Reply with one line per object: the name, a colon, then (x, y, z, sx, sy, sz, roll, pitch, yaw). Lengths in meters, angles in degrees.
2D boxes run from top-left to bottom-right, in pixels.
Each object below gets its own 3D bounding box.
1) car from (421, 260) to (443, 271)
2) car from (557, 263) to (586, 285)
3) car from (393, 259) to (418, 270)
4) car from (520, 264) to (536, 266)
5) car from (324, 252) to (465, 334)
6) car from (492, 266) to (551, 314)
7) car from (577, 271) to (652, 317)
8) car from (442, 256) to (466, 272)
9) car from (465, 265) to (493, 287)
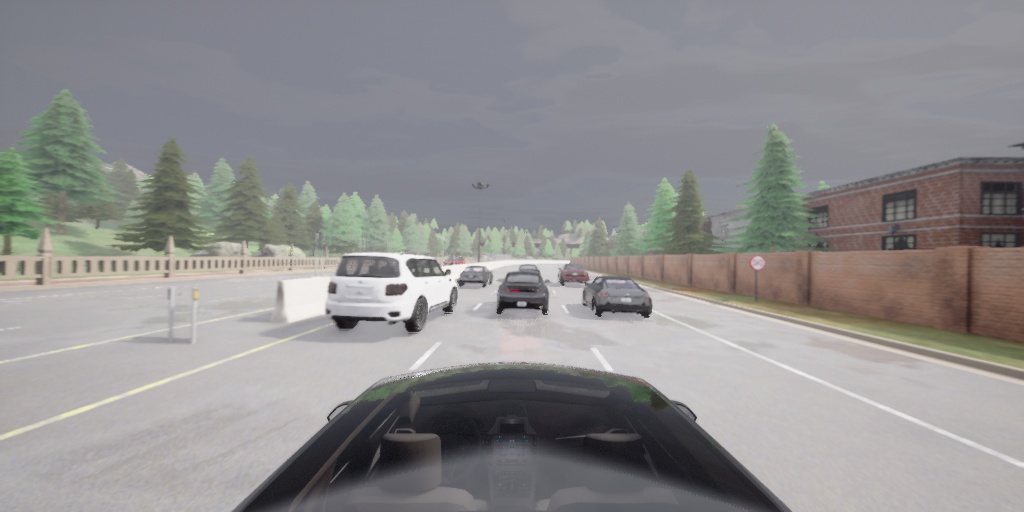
car: (-11.540, 1.319, 51.963, 1.994, 1.385, 4.181, 1, 0, 4)
car: (4.758, 1.350, 28.353, 2.097, 1.767, 4.553, 1, 0, 4)
car: (-15.096, 1.148, 51.126, 1.882, 1.535, 5.008, 1, 0, 4)
car: (1.378, 1.411, 30.400, 1.882, 1.535, 5.008, 1, 0, 4)
car: (-3.239, 0.945, 10.860, 2.150, 2.045, 5.566, 1, 0, 5)
car: (0.467, 1.333, 14.214, 1.837, 1.490, 4.892, 1, 0, 3)
car: (3.965, 1.469, 14.103, 1.994, 1.385, 4.181, 1, 0, 3)
car: (-8.110, 1.048, 50.684, 2.150, 2.045, 5.566, 1, 0, 4)
car: (-2.456, 1.367, 25.351, 2.033, 1.411, 5.357, 1, 0, 4)
